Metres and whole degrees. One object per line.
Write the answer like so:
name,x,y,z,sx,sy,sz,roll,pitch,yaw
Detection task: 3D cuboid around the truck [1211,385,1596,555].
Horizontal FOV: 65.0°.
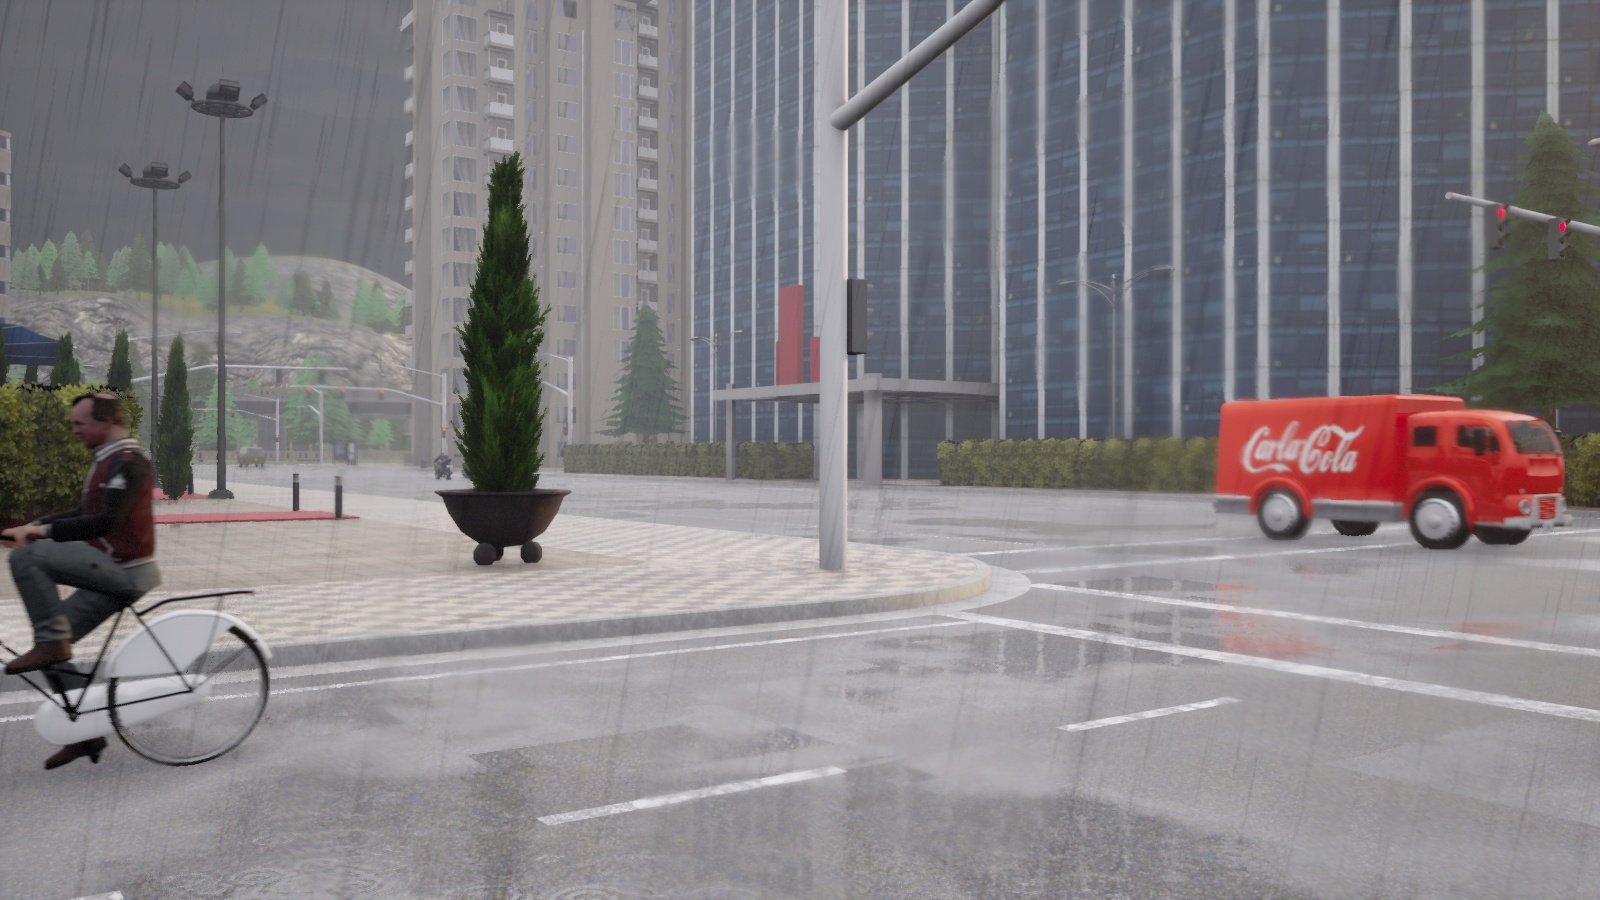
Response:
truck,9.938,0.289,21.131,2.627,2.467,5.204,0,0,-34

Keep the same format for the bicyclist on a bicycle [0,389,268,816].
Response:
bicyclist on a bicycle,-3.418,0.636,5.570,1.843,1.776,0.659,0,0,-35

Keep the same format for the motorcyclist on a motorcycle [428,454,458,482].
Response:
motorcyclist on a motorcycle,-19.588,0.990,68.870,0.866,1.530,2.191,0,0,-35
